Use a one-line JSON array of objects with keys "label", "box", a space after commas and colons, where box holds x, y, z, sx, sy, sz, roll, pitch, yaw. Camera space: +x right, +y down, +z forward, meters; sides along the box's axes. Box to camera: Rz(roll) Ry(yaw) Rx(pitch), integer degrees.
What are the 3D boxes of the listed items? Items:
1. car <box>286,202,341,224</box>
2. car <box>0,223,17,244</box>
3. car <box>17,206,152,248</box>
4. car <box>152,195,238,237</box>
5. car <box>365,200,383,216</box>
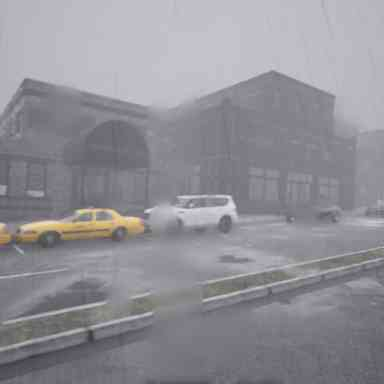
[{"label": "car", "box": [8.964, 1.479, 24.373, 4.792, 1.488, 2.163, 0, 0, -36]}, {"label": "car", "box": [-9.209, 1.408, 11.311, 5.366, 1.575, 1.946, 0, 0, -36]}, {"label": "car", "box": [-4.722, 1.417, 14.535, 5.366, 1.575, 1.946, 0, 0, -36]}, {"label": "car", "box": [-0.003, 1.179, 17.923, 5.566, 2.045, 2.435, 0, 0, -36]}, {"label": "car", "box": [17.970, 1.470, 30.840, 4.892, 1.521, 2.231, 0, 0, -36]}]
